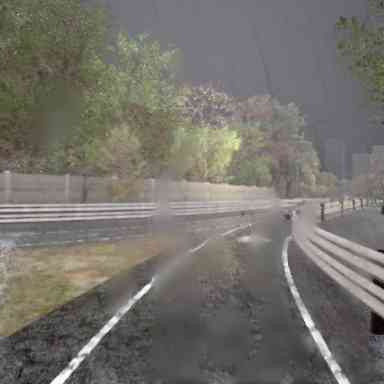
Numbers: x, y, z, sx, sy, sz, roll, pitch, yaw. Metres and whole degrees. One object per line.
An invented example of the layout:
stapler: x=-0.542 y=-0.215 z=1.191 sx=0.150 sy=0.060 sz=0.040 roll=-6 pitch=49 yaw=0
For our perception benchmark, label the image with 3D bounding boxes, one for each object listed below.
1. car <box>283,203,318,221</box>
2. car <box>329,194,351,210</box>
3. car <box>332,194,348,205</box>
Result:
car: x=9.183 y=1.586 z=27.814 sx=2.033 sy=1.411 sz=5.357 roll=1 pitch=0 yaw=32
car: x=20.237 y=1.387 z=45.350 sx=2.150 sy=2.045 sz=5.566 roll=1 pitch=1 yaw=32
car: x=29.729 y=1.496 z=66.587 sx=2.150 sy=2.045 sz=5.566 roll=1 pitch=0 yaw=32
